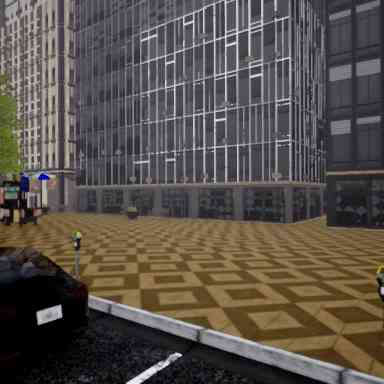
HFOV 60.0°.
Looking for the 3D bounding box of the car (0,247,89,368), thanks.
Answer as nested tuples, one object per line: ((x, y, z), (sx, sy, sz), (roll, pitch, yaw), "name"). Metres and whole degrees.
((-3.464, 1.565, 5.359), (4.313, 1.339, 1.947), (0, 0, 36), "car")
